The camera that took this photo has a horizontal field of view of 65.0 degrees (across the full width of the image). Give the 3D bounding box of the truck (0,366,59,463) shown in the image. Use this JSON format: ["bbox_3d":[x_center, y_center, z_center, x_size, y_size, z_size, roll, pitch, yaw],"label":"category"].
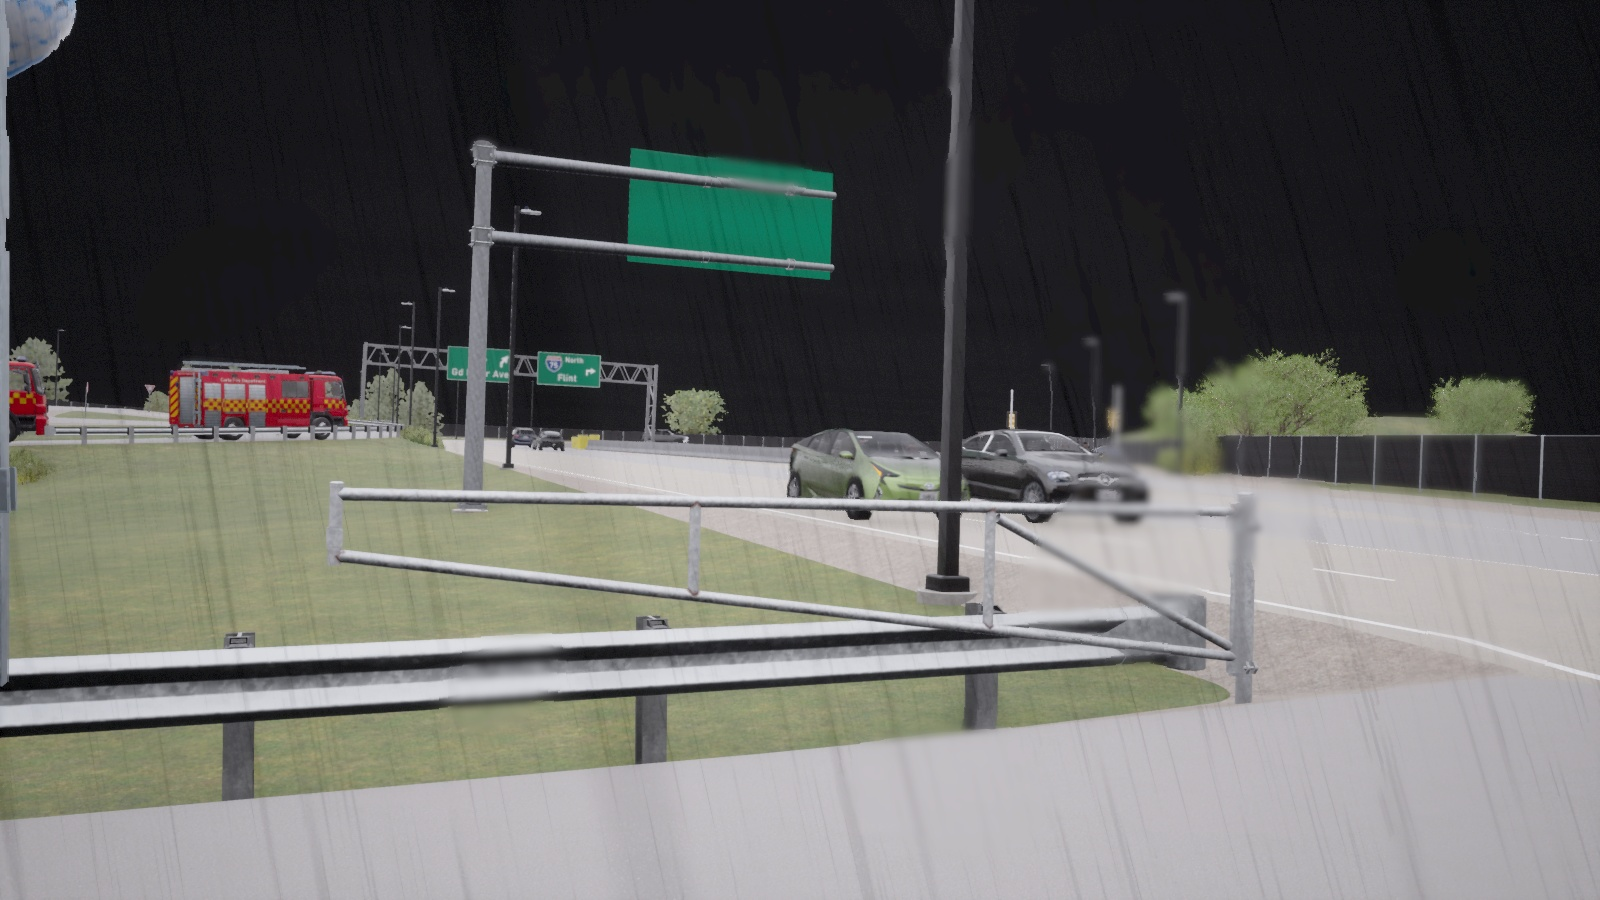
[{"bbox_3d":[-34.595,-1.401,50.098,8.468,3.827,2.891,-2,3,-29],"label":"truck"}]

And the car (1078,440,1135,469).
[{"bbox_3d":[15.869,0.179,65.206,2.033,1.411,5.357,0,1,5],"label":"car"}]

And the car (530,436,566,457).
[{"bbox_3d":[-18.758,-0.283,93.388,1.837,1.490,4.892,1,0,-21],"label":"car"}]

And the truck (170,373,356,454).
[{"bbox_3d":[-27.192,-1.860,64.080,2.891,3.827,8.468,1,2,33],"label":"truck"}]

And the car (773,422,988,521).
[{"bbox_3d":[1.247,0.320,21.776,2.007,1.525,4.514,1,0,-21],"label":"car"}]

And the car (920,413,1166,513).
[{"bbox_3d":[4.352,0.199,23.460,2.152,1.651,5.027,1,0,-21],"label":"car"}]
